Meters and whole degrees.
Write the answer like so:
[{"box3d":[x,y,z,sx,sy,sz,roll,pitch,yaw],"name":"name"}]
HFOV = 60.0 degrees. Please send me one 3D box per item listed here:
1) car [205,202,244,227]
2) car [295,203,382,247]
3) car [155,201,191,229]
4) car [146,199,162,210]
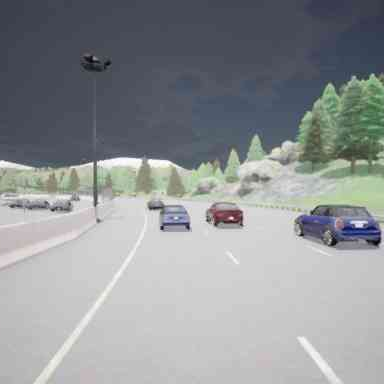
[{"box3d":[2.130,1.452,22.852,1.882,1.535,5.008,0,0,-6],"name":"car"},{"box3d":[6.386,1.325,15.127,2.097,1.767,4.553,0,0,-4],"name":"car"},{"box3d":[-1.188,1.529,21.392,2.033,1.411,5.357,0,0,-6],"name":"car"},{"box3d":[-4.652,1.533,42.260,1.994,1.385,4.181,0,0,-12],"name":"car"}]
